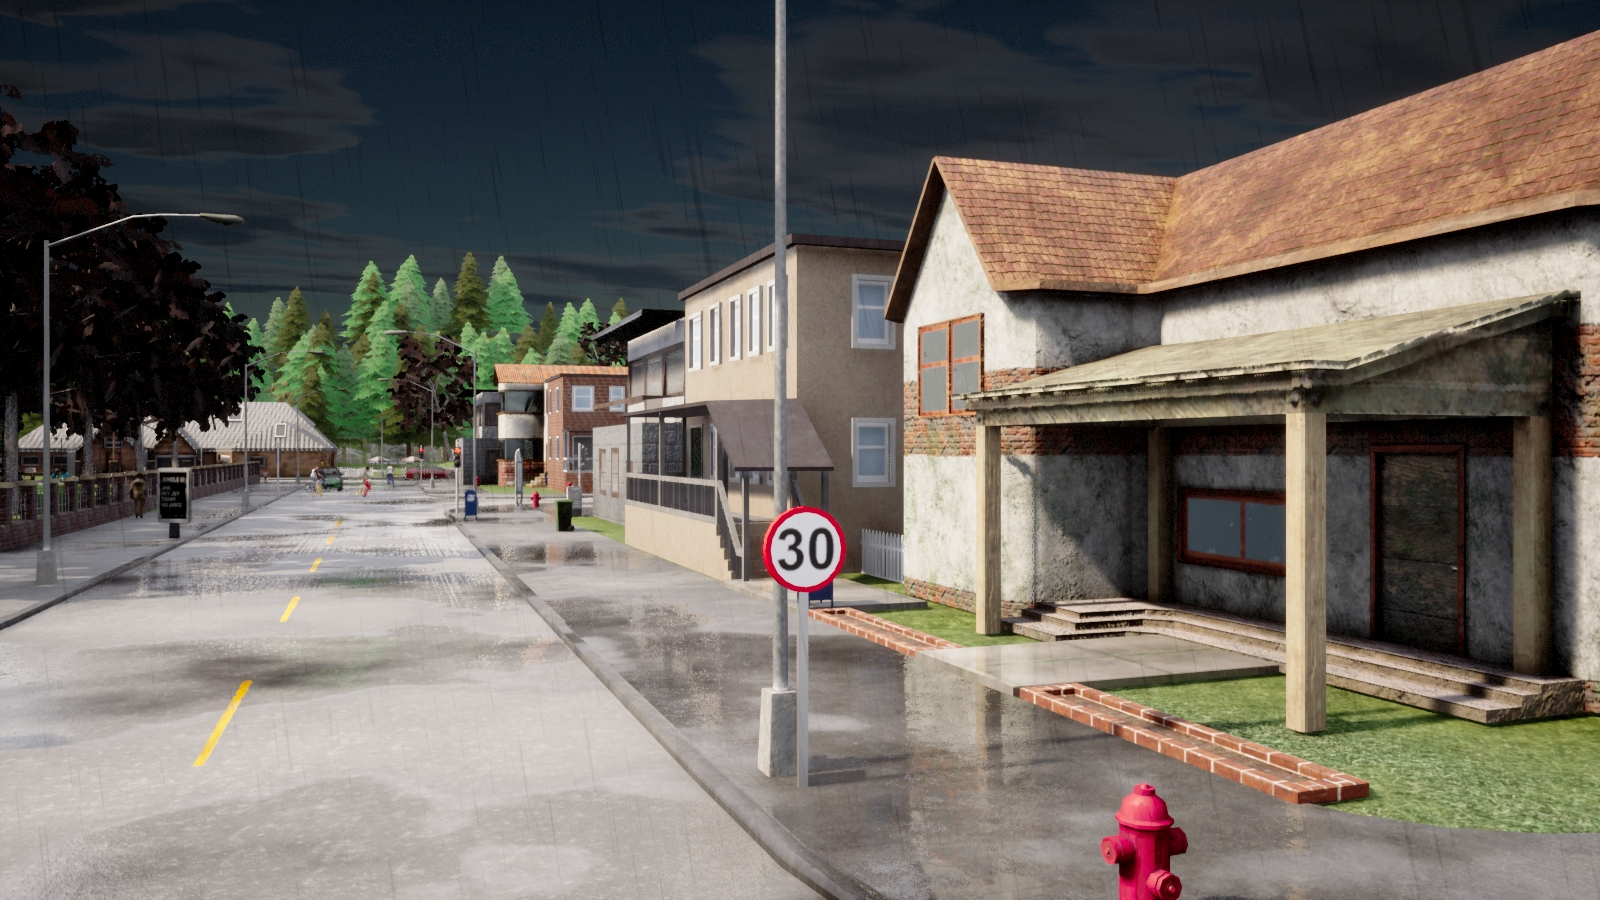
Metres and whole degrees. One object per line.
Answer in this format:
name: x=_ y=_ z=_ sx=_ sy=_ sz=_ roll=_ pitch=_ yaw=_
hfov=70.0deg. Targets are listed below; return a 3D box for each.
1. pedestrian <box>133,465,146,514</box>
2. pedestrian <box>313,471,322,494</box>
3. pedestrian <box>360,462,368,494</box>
pedestrian: x=-25.635 y=1.525 z=44.314 sx=0.375 sy=1.860 sz=0.375 roll=0 pitch=0 yaw=-20
pedestrian: x=-28.255 y=1.908 z=66.955 sx=0.375 sy=1.300 sz=0.375 roll=0 pitch=0 yaw=1
pedestrian: x=-25.161 y=1.628 z=65.960 sx=0.375 sy=1.860 sz=0.375 roll=0 pitch=0 yaw=-27
